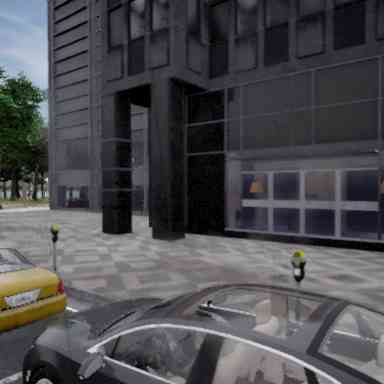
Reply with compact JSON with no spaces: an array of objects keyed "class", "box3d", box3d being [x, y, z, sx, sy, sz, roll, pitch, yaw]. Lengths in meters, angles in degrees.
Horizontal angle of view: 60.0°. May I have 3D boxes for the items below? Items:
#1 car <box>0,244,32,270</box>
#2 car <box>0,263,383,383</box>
[{"class":"car","box3d":[-4.257,1.462,6.053,4.829,1.417,1.752,0,1,36]},{"class":"car","box3d":[0.296,1.505,2.779,4.403,1.369,2.008,0,1,36]}]
